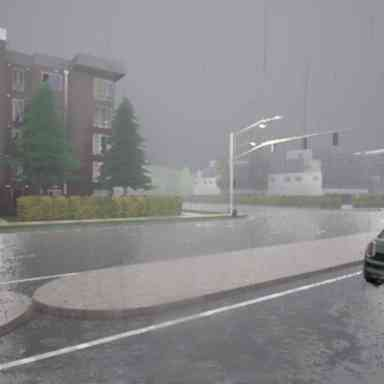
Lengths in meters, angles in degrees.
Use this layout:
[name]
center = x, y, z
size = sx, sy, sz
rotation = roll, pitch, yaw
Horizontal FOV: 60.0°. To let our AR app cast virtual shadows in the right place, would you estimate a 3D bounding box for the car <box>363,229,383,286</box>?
[car]
center = 6.373, 1.426, 8.459
size = 4.553, 1.767, 2.097
rotation = 1, 0, -36
